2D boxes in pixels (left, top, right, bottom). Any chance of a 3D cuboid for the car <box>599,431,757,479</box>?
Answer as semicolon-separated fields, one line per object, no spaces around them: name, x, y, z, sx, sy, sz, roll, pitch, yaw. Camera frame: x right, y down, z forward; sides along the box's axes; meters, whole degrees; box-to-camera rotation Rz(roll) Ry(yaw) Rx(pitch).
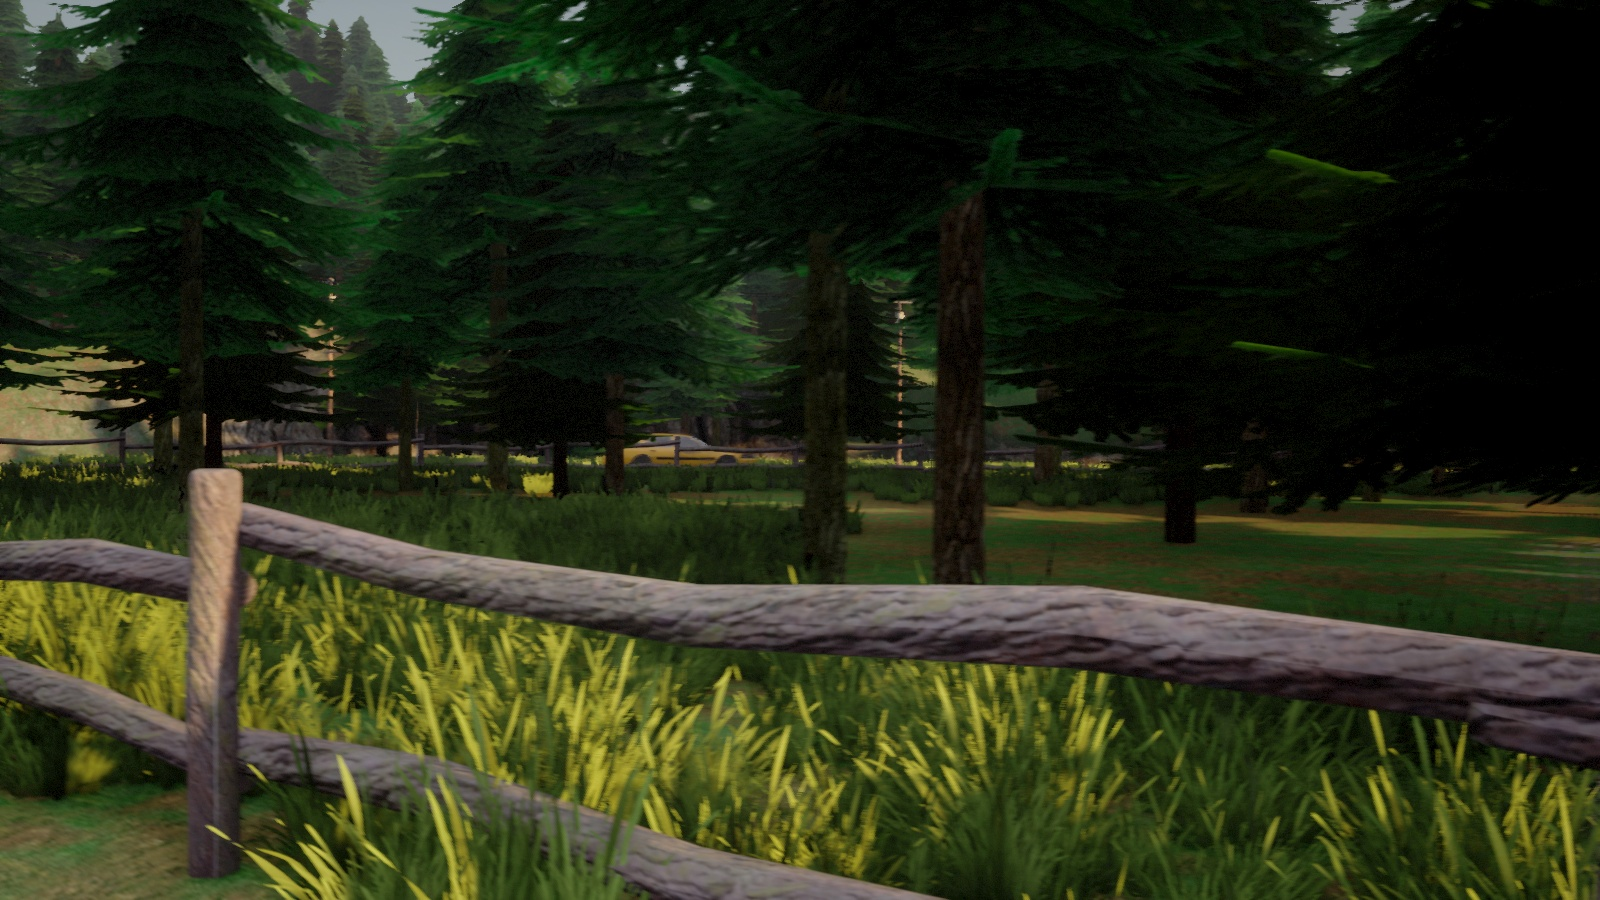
car;-4.251;0.140;43.700;5.366;1.575;1.801;-1;1;-7
